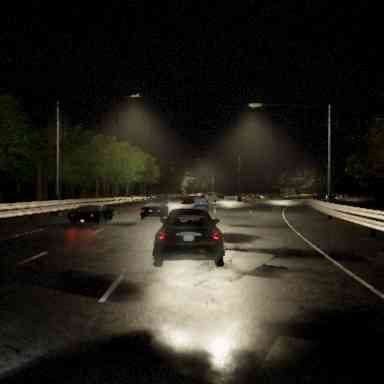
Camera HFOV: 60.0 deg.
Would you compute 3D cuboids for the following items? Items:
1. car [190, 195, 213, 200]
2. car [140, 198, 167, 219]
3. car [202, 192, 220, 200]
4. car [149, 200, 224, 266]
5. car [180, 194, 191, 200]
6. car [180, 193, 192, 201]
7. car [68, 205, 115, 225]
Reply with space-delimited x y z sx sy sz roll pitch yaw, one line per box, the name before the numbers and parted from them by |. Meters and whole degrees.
car | 1.334 1.465 44.800 2.033 1.411 5.357 0 0 5
car | -3.092 1.498 28.188 2.033 1.411 5.357 0 0 2
car | 4.106 1.087 70.164 2.150 2.045 5.566 0 0 8
car | -0.079 1.345 11.685 2.097 1.767 4.553 0 0 0
car | -0.484 1.438 60.893 1.994 1.385 4.181 0 0 7
car | -1.468 1.166 80.223 2.097 1.767 4.553 0 0 9
car | -6.916 1.533 23.506 1.895 1.301 4.718 0 0 2
